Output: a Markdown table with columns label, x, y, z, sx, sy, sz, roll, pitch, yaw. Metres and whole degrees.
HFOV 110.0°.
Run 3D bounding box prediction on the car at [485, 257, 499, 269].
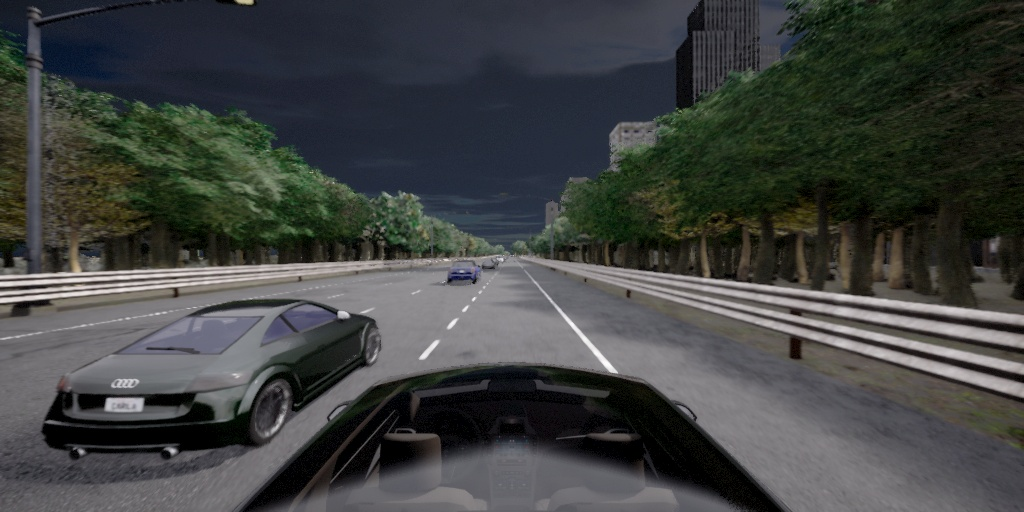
| label | x | y | z | sx | sy | sz | roll | pitch | yaw |
| --- | --- | --- | --- | --- | --- | --- | --- | --- | --- |
| car | -3.501 | 1.275 | 54.374 | 1.994 | 1.385 | 4.181 | 0 | 0 | 0 |

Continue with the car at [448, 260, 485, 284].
| label | x | y | z | sx | sy | sz | roll | pitch | yaw |
| --- | --- | --- | --- | --- | --- | --- | --- | --- | --- |
| car | -3.502 | 1.086 | 27.193 | 2.097 | 1.767 | 4.553 | 0 | 0 | 0 |

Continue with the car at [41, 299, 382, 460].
| label | x | y | z | sx | sy | sz | roll | pitch | yaw |
| --- | --- | --- | --- | --- | --- | --- | --- | --- | --- |
| car | -3.503 | 1.314 | 5.247 | 1.994 | 1.385 | 4.181 | 0 | 0 | 0 |
